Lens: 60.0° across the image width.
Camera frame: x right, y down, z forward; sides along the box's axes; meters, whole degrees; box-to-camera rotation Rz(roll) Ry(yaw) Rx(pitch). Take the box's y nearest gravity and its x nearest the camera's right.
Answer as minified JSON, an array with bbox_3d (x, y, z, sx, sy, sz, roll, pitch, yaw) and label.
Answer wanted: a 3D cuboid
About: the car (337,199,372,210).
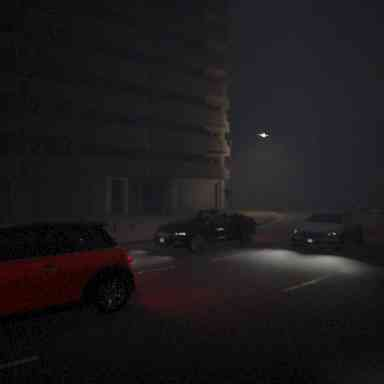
[{"bbox_3d":[18.562,1.545,38.086,2.033,1.411,5.357,0,0,0],"label":"car"}]

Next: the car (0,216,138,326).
[{"bbox_3d":[-3.367,1.352,5.988,4.553,1.767,2.097,0,0,-36],"label":"car"}]

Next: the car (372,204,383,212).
[{"bbox_3d":[21.955,1.545,35.641,2.033,1.411,5.357,0,0,3],"label":"car"}]

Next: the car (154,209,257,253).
[{"bbox_3d":[0.704,1.490,13.813,4.902,1.511,2.128,0,0,-43],"label":"car"}]

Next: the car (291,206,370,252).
[{"bbox_3d":[5.887,1.525,14.106,1.812,1.442,4.674,0,0,40],"label":"car"}]
